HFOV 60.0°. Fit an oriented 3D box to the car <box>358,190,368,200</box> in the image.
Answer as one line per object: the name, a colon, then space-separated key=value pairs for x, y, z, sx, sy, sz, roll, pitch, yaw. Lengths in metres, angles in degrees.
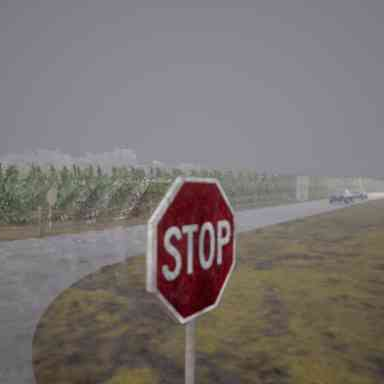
car: x=24.879 y=0.386 z=49.685 sx=2.128 sy=1.511 sz=4.902 roll=1 pitch=2 yaw=37

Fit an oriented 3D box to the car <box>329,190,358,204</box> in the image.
car: x=18.783 y=0.489 z=41.593 sx=2.097 sy=1.767 sz=4.553 roll=1 pitch=2 yaw=38
